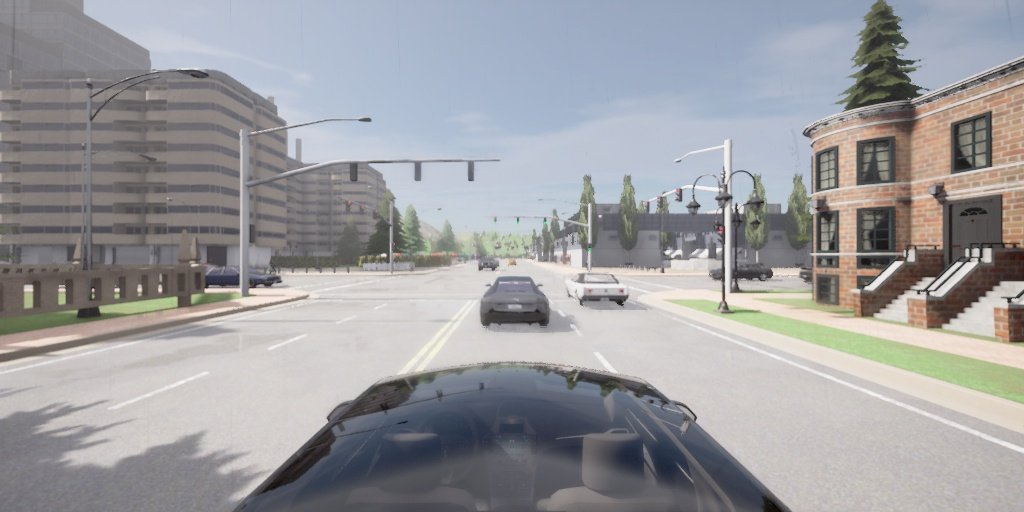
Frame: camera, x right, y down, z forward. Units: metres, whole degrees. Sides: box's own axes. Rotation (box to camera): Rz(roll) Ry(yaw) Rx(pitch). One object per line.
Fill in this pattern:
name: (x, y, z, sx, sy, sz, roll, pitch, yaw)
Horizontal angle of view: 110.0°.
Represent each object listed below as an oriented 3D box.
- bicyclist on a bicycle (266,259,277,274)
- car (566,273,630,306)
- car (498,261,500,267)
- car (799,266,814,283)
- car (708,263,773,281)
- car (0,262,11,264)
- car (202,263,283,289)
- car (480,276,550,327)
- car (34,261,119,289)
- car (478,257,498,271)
bicyclist on a bicycle: (-25.250, 1.142, 37.670, 0.582, 1.620, 1.656, 0, 0, 0)
car: (3.590, 1.387, 15.993, 1.895, 1.301, 4.718, 0, 0, 0)
car: (-3.568, 1.464, 61.865, 1.994, 1.385, 4.181, 0, 0, 0)
car: (23.986, 1.303, 26.429, 4.902, 1.511, 2.128, 0, 0, -2)
car: (19.086, 1.326, 30.059, 4.892, 1.490, 1.837, 0, 0, -1)
car: (-49.374, 1.335, 33.848, 4.892, 1.490, 1.837, 0, 0, 1)
car: (-17.968, 1.351, 23.182, 5.357, 1.411, 2.033, 0, 0, 0)
car: (0.079, 1.338, 11.575, 1.994, 1.385, 4.181, 0, 0, 0)
car: (-27.788, 1.281, 23.188, 5.008, 1.535, 1.882, 0, 0, 0)
car: (-3.589, 1.097, 51.893, 2.150, 2.045, 5.566, 0, 0, 0)
